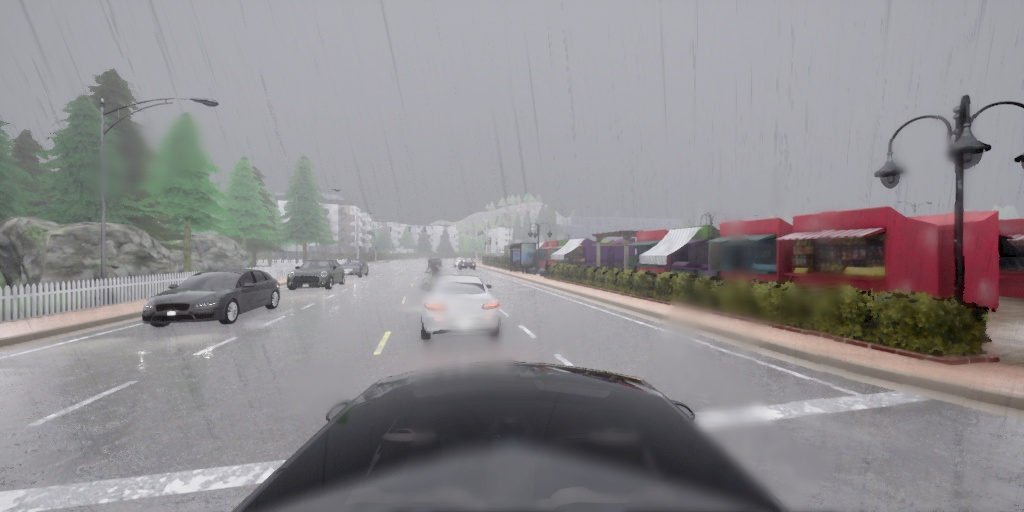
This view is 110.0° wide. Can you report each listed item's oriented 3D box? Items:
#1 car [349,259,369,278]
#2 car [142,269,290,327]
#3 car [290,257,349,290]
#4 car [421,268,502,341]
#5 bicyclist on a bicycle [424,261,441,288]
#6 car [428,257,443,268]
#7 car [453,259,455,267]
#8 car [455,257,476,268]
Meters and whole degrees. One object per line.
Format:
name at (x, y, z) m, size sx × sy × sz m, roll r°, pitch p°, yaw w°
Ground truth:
car at (-13.539, 1.028, 30.682) m, size 2.128 × 1.511 × 4.902 m, roll 0°, pitch 0°, yaw -13°
car at (-9.169, 1.188, 11.453) m, size 1.837 × 1.490 × 4.892 m, roll 0°, pitch 0°, yaw -13°
car at (-11.356, 0.962, 21.057) m, size 2.097 × 1.767 × 4.553 m, roll 0°, pitch 0°, yaw -13°
car at (-1.460, 1.224, 9.726) m, size 1.812 × 1.442 × 4.674 m, roll 0°, pitch 0°, yaw -12°
bicyclist on a bicycle at (-4.277, 1.076, 19.581) m, size 0.582 × 1.620 × 1.656 m, roll 0°, pitch 1°, yaw 25°
car at (-10.771, 0.890, 50.791) m, size 1.837 × 1.490 × 4.892 m, roll 0°, pitch 0°, yaw -13°
car at (-7.552, 0.897, 52.607) m, size 1.812 × 1.442 × 4.674 m, roll 0°, pitch 0°, yaw -12°
car at (-5.550, 1.040, 43.722) m, size 1.895 × 1.301 × 4.718 m, roll 0°, pitch 0°, yaw -13°
